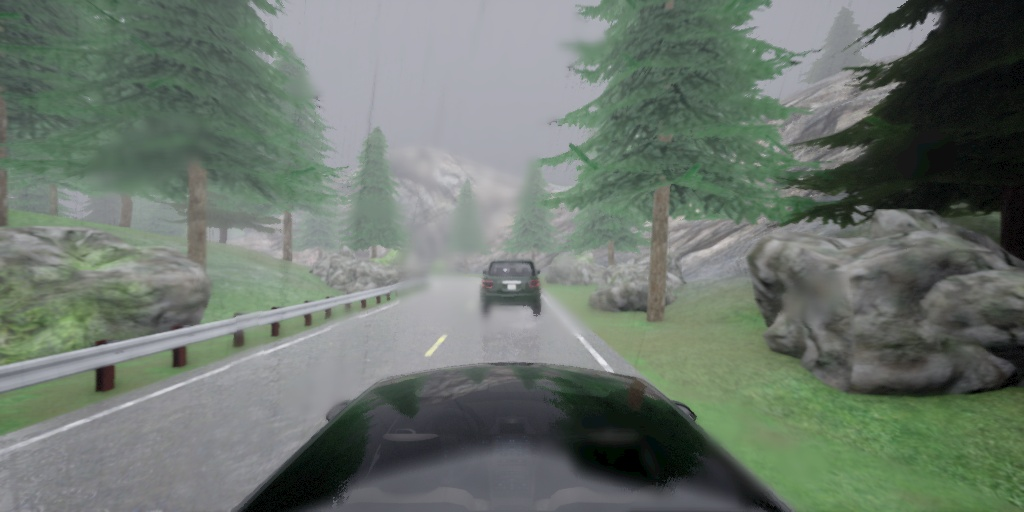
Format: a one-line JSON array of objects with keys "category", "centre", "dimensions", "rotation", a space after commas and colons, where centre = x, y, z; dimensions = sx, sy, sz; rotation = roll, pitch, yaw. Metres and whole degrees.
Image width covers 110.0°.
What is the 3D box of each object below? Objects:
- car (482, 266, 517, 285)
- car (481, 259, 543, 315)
[{"category": "car", "centre": [-1.203, 1.606, 30.940], "dimensions": [1.812, 1.442, 4.674], "rotation": [0, 0, -18]}, {"category": "car", "centre": [0.004, 1.118, 14.399], "dimensions": [2.150, 2.045, 5.566], "rotation": [0, 0, 0]}]
